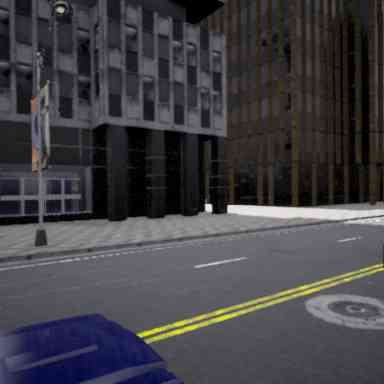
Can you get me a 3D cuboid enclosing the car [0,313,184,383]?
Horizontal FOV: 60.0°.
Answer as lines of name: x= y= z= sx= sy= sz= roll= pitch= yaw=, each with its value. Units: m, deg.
car: x=-2.304 y=1.613 z=1.920 sx=4.718 sy=1.301 sz=1.895 roll=-1 pitch=1 yaw=-35
